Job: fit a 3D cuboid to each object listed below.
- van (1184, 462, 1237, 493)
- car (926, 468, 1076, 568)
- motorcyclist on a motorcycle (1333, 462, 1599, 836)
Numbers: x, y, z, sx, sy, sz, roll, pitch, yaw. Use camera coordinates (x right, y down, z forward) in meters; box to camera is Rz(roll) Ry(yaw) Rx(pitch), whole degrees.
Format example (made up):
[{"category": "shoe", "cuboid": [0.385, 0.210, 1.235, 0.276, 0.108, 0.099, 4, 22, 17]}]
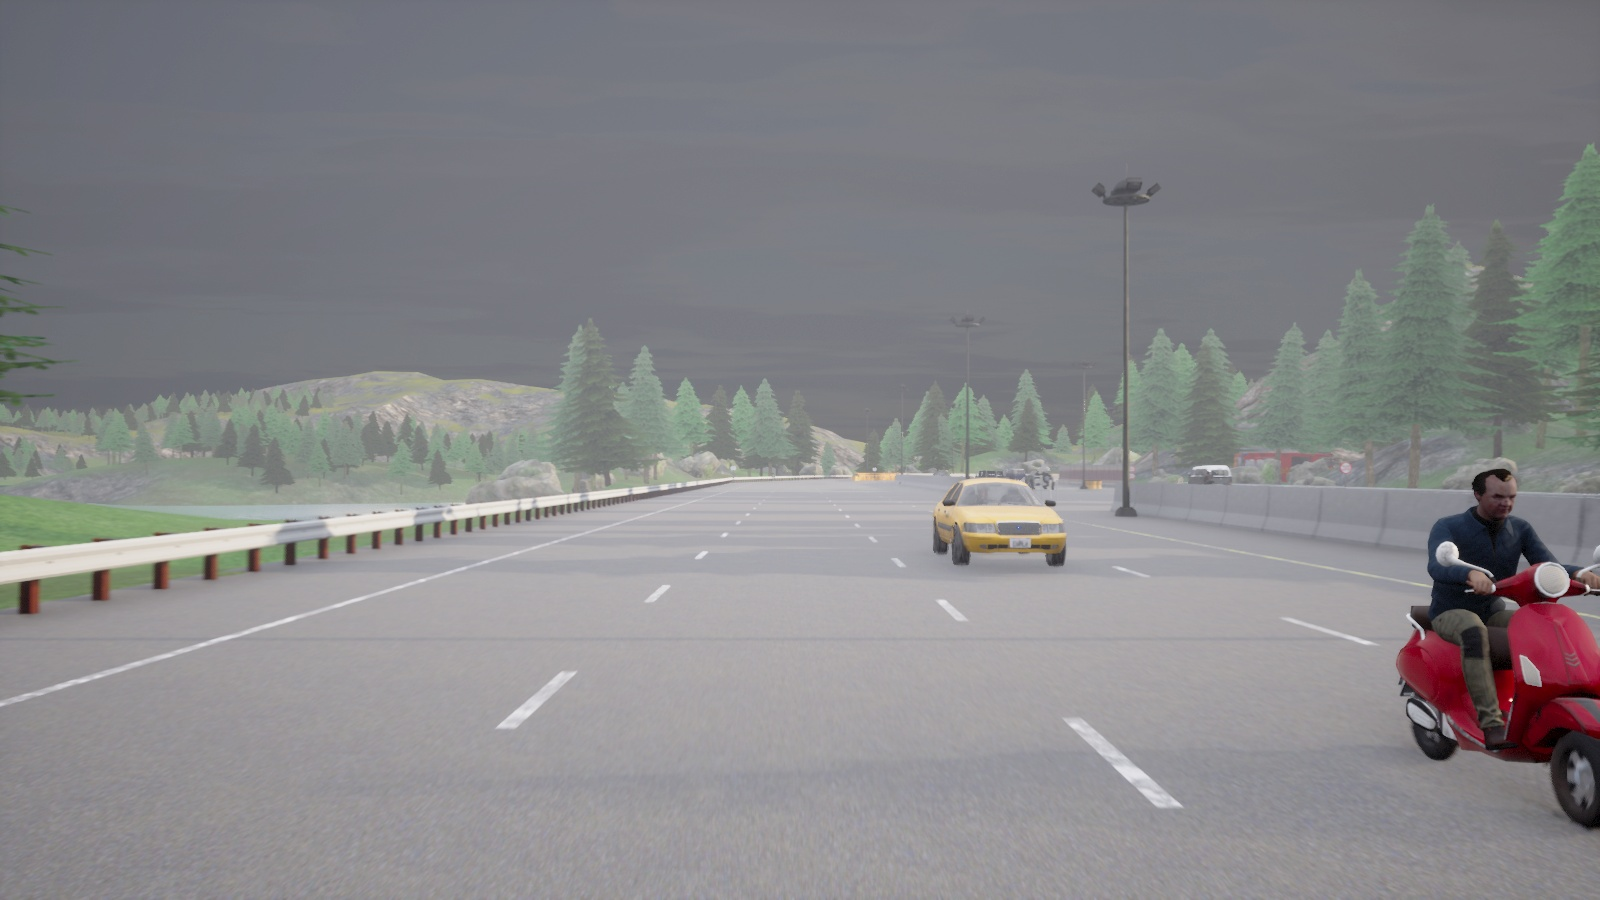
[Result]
[{"category": "van", "cuboid": [27.798, 1.848, 85.222, 2.069, 2.038, 4.480, 0, -1, 0]}, {"category": "car", "cuboid": [3.447, 1.115, 22.513, 1.801, 1.575, 5.366, 0, -1, 0]}, {"category": "motorcyclist on a motorcycle", "cuboid": [3.485, 0.859, 6.260, 0.866, 1.590, 1.817, 0, -1, 0]}]
